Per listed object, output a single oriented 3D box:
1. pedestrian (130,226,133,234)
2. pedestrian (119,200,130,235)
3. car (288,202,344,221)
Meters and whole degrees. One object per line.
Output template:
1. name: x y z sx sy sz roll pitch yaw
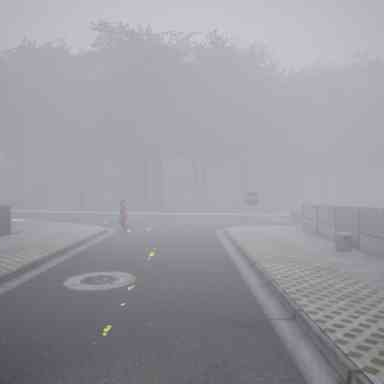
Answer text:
1. pedestrian: -3.564 1.285 17.816 0.375 1.860 0.375 -1 1 0
2. pedestrian: -3.582 1.285 17.216 0.375 1.860 0.375 -1 1 0
3. car: 10.246 1.546 27.080 4.674 1.442 1.812 0 1 0
